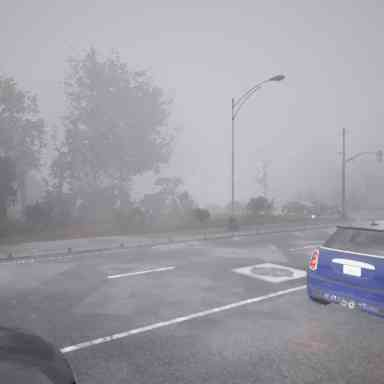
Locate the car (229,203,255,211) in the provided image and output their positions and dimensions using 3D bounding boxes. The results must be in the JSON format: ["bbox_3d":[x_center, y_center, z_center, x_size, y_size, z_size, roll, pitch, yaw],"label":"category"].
[{"bbox_3d":[9.025,2.728,60.088,1.837,1.490,4.892,0,-3,-32],"label":"car"}]

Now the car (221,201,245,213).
[{"bbox_3d":[6.387,1.932,44.173,2.097,1.767,4.553,0,-3,-32],"label":"car"}]

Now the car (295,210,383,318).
[{"bbox_3d":[4.471,1.363,6.892,4.553,1.767,2.097,0,0,-35],"label":"car"}]

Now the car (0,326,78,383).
[{"bbox_3d":[-3.059,1.491,1.564,4.902,1.511,2.128,0,0,-36],"label":"car"}]

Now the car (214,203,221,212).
[{"bbox_3d":[3.813,2.610,54.872,2.128,1.511,4.902,0,-3,-32],"label":"car"}]

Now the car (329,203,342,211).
[{"bbox_3d":[14.608,1.729,37.637,2.128,1.511,4.902,0,-2,-33],"label":"car"}]

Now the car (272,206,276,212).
[{"bbox_3d":[9.354,2.137,46.028,2.033,1.411,5.357,0,-3,-32],"label":"car"}]

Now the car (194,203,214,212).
[{"bbox_3d":[1.040,2.616,52.711,1.812,1.442,4.674,0,-3,-32],"label":"car"}]

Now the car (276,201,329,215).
[{"bbox_3d":[11.712,1.731,35.734,1.837,1.490,4.892,0,-1,-29],"label":"car"}]
